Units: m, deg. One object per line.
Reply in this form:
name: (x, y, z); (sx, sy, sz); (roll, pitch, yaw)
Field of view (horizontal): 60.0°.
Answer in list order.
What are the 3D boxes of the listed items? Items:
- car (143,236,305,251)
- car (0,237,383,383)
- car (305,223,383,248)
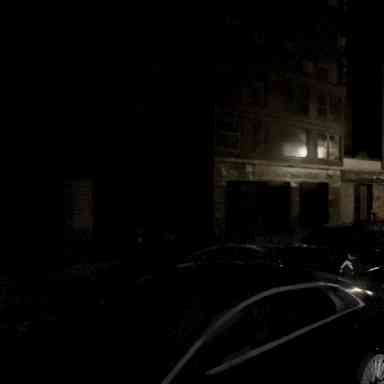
car: (-0.151, 1.569, 6.084); (4.313, 1.339, 1.947); (0, 0, -36)
car: (0.143, 1.494, 3.175); (4.902, 1.511, 2.128); (0, 0, -35)
car: (4.253, 1.572, 9.231); (4.313, 1.339, 1.947); (0, 0, -36)
